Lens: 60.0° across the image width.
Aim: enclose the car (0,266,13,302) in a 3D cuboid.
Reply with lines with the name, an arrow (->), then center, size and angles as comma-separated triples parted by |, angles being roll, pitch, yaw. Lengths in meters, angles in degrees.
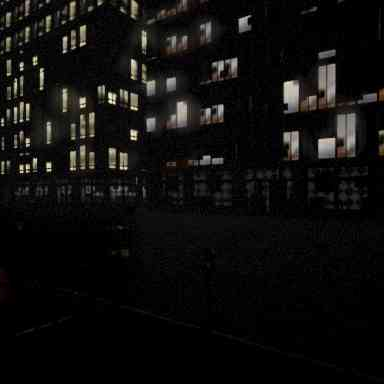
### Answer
car -> -5.549, 1.526, 6.846 | 4.829, 1.417, 1.752 | 0, 0, 36
